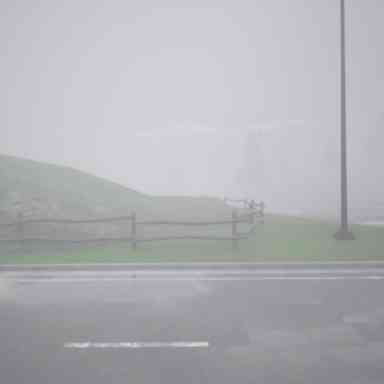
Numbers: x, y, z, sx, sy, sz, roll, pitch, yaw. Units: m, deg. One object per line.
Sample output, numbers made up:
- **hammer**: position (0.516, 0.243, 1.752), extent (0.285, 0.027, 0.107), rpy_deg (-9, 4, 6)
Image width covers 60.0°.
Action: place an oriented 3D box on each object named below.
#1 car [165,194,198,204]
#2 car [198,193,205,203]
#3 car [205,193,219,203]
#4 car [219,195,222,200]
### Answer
- **car**: position (-1.966, 1.109, 49.729), extent (4.674, 1.442, 1.812), rpy_deg (0, 1, 38)
- **car**: position (-0.587, 1.099, 53.016), extent (4.181, 1.385, 1.994), rpy_deg (-1, 0, 37)
- **car**: position (1.556, 0.975, 56.026), extent (4.902, 1.511, 2.128), rpy_deg (0, 1, 38)
- **car**: position (3.079, 0.962, 59.246), extent (4.674, 1.442, 1.812), rpy_deg (0, 0, 37)
